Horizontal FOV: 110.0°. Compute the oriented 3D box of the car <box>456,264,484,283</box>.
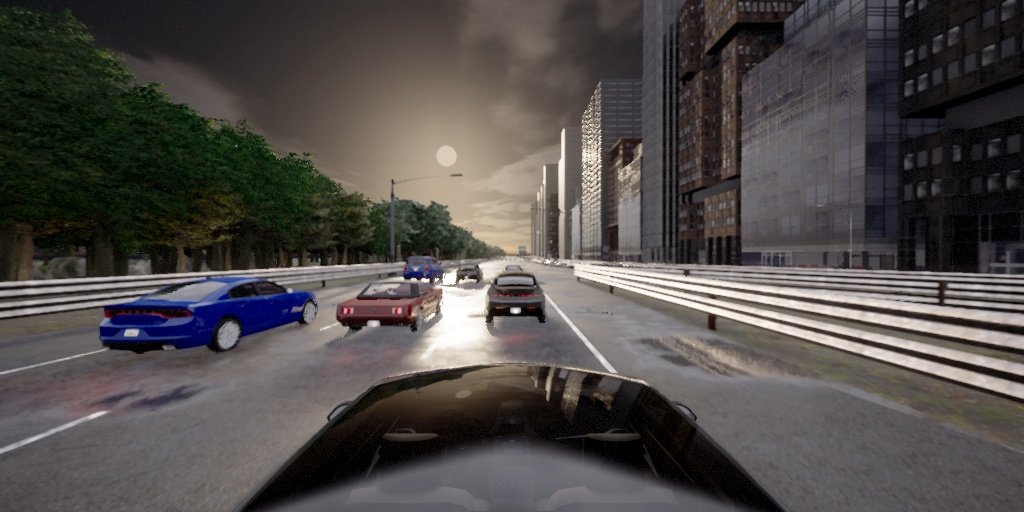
[{"bbox_3d":[-3.386,1.364,29.083,1.837,1.490,4.892,0,0,0],"label":"car"}]

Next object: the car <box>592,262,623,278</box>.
[{"bbox_3d":[9.969,1.417,37.044,1.882,1.535,5.008,0,0,-13],"label":"car"}]

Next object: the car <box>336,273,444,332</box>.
[{"bbox_3d":[-3.396,1.386,11.043,1.895,1.301,4.718,0,0,0],"label":"car"}]

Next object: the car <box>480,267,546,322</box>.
[{"bbox_3d":[0.104,1.296,12.493,1.837,1.490,4.892,0,0,0],"label":"car"}]

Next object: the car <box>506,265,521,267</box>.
[{"bbox_3d":[0.111,1.426,29.901,1.994,1.385,4.181,0,0,0],"label":"car"}]

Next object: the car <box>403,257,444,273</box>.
[{"bbox_3d":[-6.888,1.077,28.338,2.150,2.045,5.566,0,0,0],"label":"car"}]

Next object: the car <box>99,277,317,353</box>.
[{"bbox_3d":[-6.899,1.255,8.980,1.882,1.535,5.008,0,0,0],"label":"car"}]
